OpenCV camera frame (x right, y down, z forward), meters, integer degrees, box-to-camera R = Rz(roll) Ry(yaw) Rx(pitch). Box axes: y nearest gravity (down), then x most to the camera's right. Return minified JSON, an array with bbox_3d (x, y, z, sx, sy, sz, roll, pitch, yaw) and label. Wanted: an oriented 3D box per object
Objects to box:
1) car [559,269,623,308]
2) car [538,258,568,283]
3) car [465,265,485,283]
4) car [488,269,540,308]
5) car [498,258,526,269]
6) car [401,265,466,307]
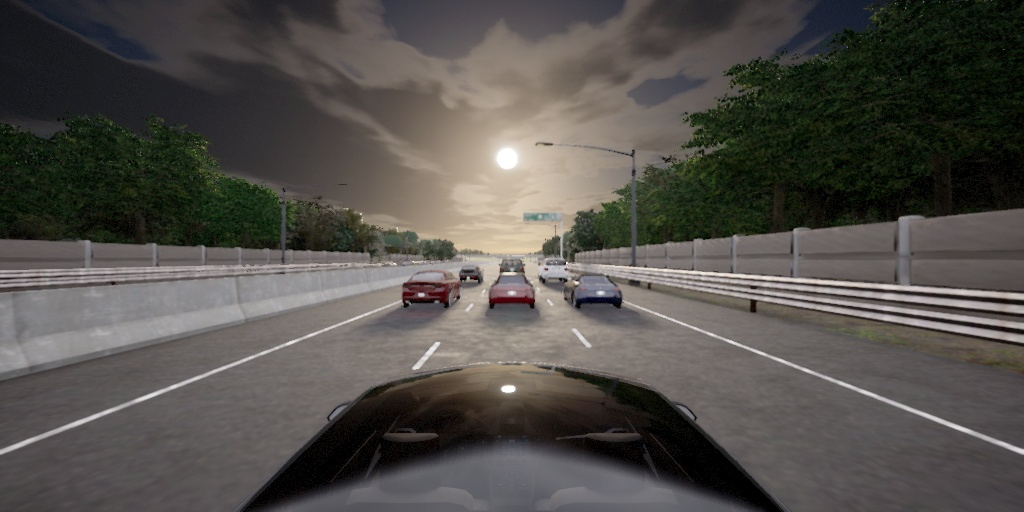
[{"bbox_3d":[3.507,1.446,16.163,1.994,1.385,4.181,0,0,0],"label":"car"},{"bbox_3d":[3.502,1.227,30.870,2.150,2.045,5.566,0,0,0],"label":"car"},{"bbox_3d":[-3.494,1.522,31.142,1.837,1.490,4.892,0,0,0],"label":"car"},{"bbox_3d":[0.004,1.446,16.131,1.994,1.385,4.181,0,0,0],"label":"car"},{"bbox_3d":[0.003,1.227,30.865,2.150,2.045,5.566,0,0,0],"label":"car"},{"bbox_3d":[-3.494,1.362,16.322,1.882,1.535,5.008,0,0,0],"label":"car"}]
